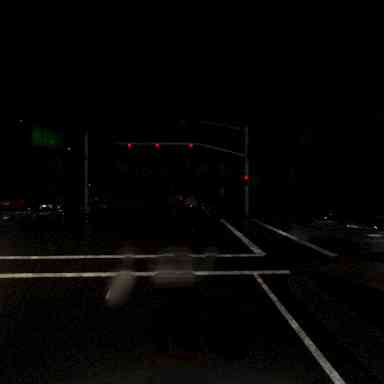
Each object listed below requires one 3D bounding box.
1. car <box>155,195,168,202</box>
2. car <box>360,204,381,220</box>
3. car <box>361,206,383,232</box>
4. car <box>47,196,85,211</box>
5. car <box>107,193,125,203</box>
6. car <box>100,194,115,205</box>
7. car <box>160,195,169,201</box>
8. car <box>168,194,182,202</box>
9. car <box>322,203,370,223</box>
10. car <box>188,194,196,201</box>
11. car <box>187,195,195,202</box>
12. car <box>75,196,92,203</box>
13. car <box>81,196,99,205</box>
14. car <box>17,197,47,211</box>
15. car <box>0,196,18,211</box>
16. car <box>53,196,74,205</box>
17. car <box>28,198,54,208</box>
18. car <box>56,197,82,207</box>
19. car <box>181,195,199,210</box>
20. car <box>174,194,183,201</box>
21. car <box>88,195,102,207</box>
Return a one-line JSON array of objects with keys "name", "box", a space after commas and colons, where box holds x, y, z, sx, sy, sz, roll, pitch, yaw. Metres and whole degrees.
[{"name": "car", "box": [-7.159, 1.521, 74.218, 2.033, 1.411, 5.357, 0, 0, 1]}, {"name": "car", "box": [13.860, 1.596, 21.432, 4.718, 1.301, 1.895, 0, 0, 1]}, {"name": "car", "box": [12.132, 1.597, 17.950, 4.718, 1.301, 1.895, 0, 0, 1]}, {"name": "car", "box": [-15.207, 1.483, 40.352, 2.128, 1.511, 4.902, 0, 0, 0]}, {"name": "car", "box": [-15.181, 1.211, 68.146, 2.150, 2.045, 5.566, 0, 0, 0]}, {"name": "car", "box": [-15.230, 1.552, 57.665, 1.994, 1.385, 4.181, 0, 0, 0]}, {"name": "car", "box": [-6.967, 1.448, 84.579, 1.812, 1.442, 4.674, 0, 0, 1]}, {"name": "car", "box": [-3.656, 1.535, 74.638, 1.994, 1.385, 4.181, 0, 0, 1]}, {"name": "car", "box": [12.693, 1.542, 24.945, 5.357, 1.411, 2.033, 0, 0, 1]}, {"name": "car", "box": [0.031, 1.401, 84.414, 1.882, 1.535, 5.008, 0, 0, 1]}, {"name": "car", "box": [-0.159, 1.506, 74.233, 1.812, 1.442, 4.674, 0, 0, 1]}, {"name": "car", "box": [-22.179, 1.580, 68.065, 1.895, 1.301, 4.718, 0, 0, 0]}, {"name": "car", "box": [-18.716, 1.492, 61.088, 1.837, 1.490, 4.892, 0, 0, 0]}, {"name": "car", "box": [-18.745, 1.539, 40.902, 2.033, 1.411, 5.357, 0, 0, 0]}, {"name": "car", "box": [-22.207, 1.343, 40.409, 2.097, 1.767, 4.553, 0, 0, 0]}, {"name": "car", "box": [-22.219, 1.513, 57.782, 1.812, 1.442, 4.674, 0, 0, 0]}, {"name": "car", "box": [-22.227, 1.554, 49.040, 1.994, 1.385, 4.181, 0, 0, 0]}, {"name": "car", "box": [-18.731, 1.537, 50.974, 2.033, 1.411, 5.357, 0, 0, 0]}, {"name": "car", "box": [-0.116, 1.516, 43.216, 1.812, 1.442, 4.674, 0, 0, 0]}, {"name": "car", "box": [-3.469, 1.279, 84.467, 2.097, 1.767, 4.553, 0, 0, 1]}, {"name": "car", "box": [-15.226, 1.553, 49.255, 1.994, 1.385, 4.181, 0, 0, 0]}]
